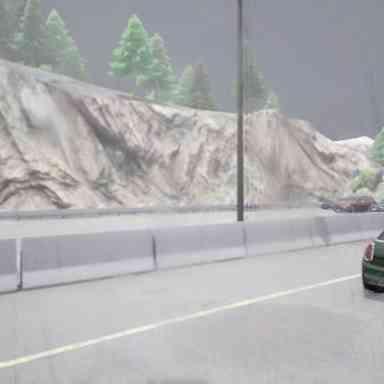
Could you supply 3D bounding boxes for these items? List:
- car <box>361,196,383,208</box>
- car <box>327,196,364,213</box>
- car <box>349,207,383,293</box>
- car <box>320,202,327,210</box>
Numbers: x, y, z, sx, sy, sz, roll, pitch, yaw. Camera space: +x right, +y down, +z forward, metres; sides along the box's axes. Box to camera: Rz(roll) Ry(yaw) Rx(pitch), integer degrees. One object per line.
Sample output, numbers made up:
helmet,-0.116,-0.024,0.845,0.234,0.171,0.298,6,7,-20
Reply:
car,17.761,1.319,29.435,4.892,1.490,1.837,0,0,-23
car,15.925,1.156,32.436,4.553,1.767,2.097,0,0,-23
car,5.866,1.301,7.367,4.553,1.767,2.097,0,0,-32
car,16.128,1.350,36.328,4.181,1.385,1.994,0,0,-23
